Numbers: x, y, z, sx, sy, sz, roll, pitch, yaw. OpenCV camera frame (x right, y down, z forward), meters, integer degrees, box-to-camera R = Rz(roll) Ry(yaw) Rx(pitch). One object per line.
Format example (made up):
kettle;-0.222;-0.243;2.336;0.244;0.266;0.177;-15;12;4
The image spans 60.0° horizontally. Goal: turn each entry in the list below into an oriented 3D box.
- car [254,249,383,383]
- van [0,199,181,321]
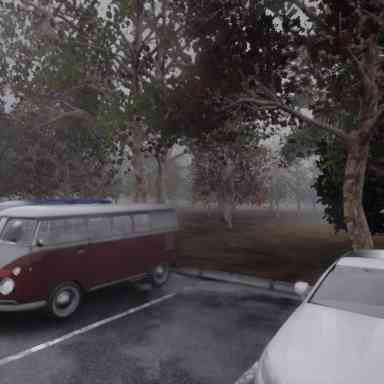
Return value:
car;2.403;1.520;4.050;2.002;1.452;4.674;0;0;36
van;-2.194;1.252;7.197;1.878;1.987;4.442;0;0;36
